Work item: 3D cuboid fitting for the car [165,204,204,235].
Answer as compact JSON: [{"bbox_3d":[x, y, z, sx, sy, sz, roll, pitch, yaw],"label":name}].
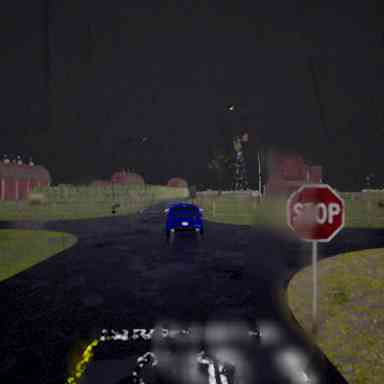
[{"bbox_3d":[-0.441,1.393,18.319,1.882,1.535,5.008,-1,0,-3],"label":"car"}]
